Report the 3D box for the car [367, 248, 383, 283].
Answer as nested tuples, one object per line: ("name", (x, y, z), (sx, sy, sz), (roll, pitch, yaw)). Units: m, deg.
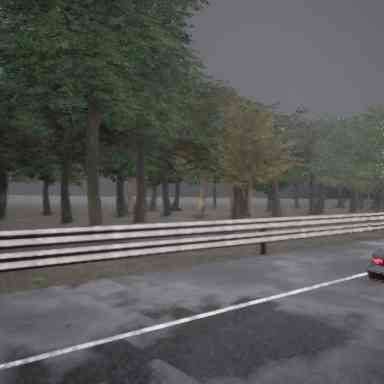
("car", (6.650, 1.674, 8.589), (5.357, 1.411, 2.033), (1, 0, -35))
